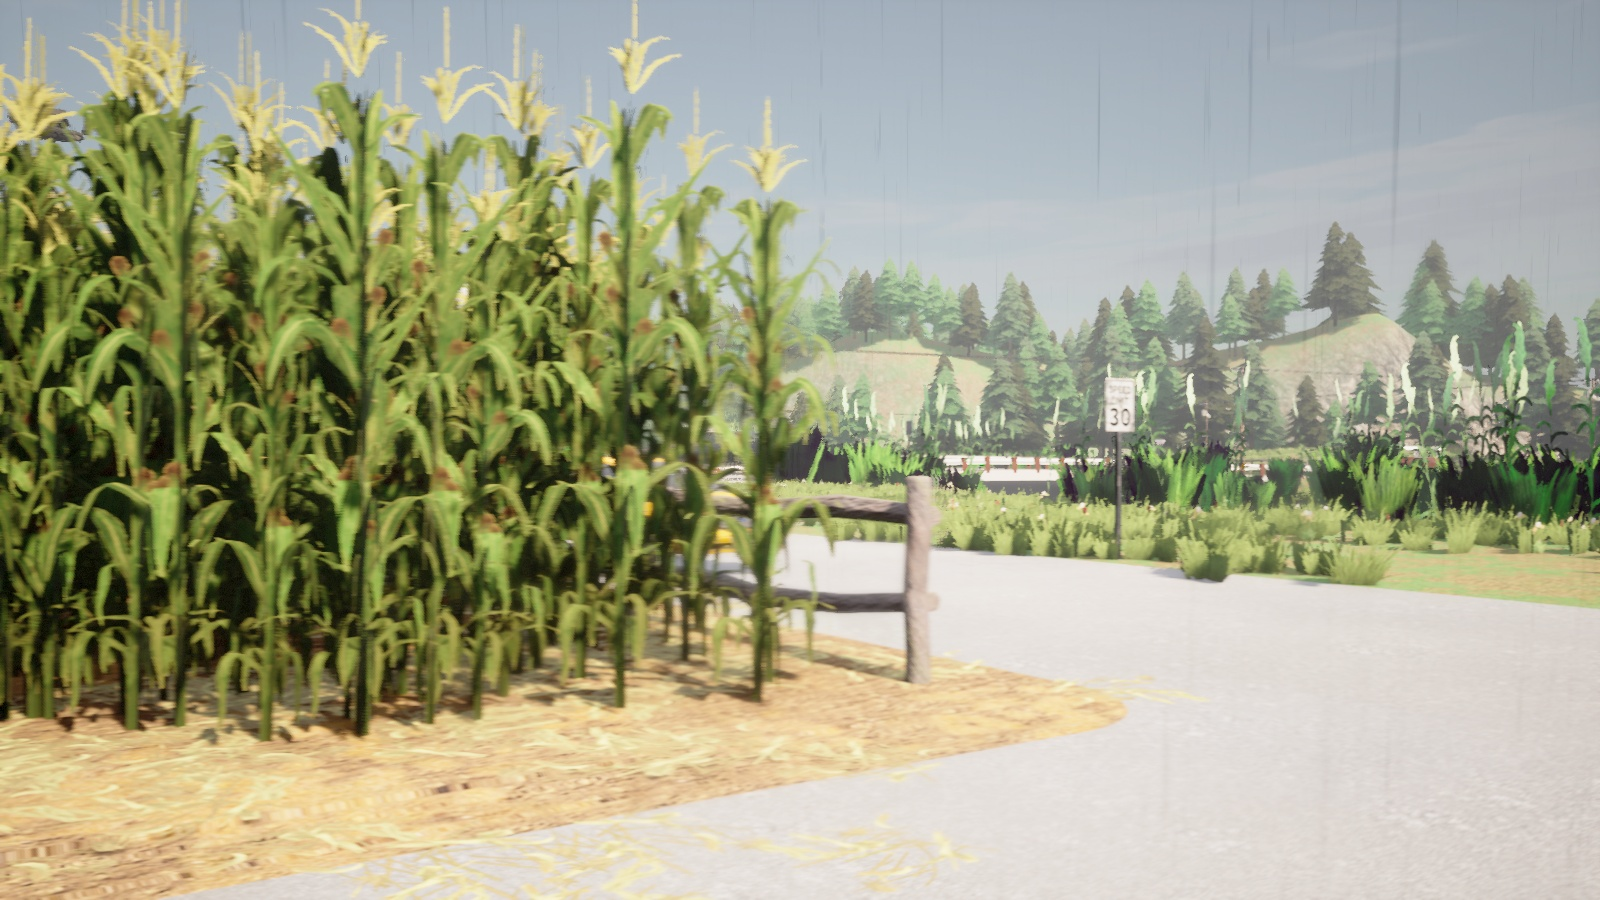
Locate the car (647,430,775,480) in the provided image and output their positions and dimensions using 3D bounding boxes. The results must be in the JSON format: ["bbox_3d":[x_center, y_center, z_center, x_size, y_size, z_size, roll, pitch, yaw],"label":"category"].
[{"bbox_3d":[-4.201,0.210,59.338,5.566,2.045,2.150,-3,1,-29],"label":"car"}]

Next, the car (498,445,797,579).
[{"bbox_3d":[-2.312,0.733,17.397,1.801,1.575,5.366,0,0,-35],"label":"car"}]

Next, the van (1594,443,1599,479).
[{"bbox_3d":[45.516,0.583,67.512,1.775,1.987,4.442,0,0,-29],"label":"van"}]

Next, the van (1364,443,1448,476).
[{"bbox_3d":[37.601,0.588,77.984,4.480,2.038,2.069,0,-1,32],"label":"van"}]
